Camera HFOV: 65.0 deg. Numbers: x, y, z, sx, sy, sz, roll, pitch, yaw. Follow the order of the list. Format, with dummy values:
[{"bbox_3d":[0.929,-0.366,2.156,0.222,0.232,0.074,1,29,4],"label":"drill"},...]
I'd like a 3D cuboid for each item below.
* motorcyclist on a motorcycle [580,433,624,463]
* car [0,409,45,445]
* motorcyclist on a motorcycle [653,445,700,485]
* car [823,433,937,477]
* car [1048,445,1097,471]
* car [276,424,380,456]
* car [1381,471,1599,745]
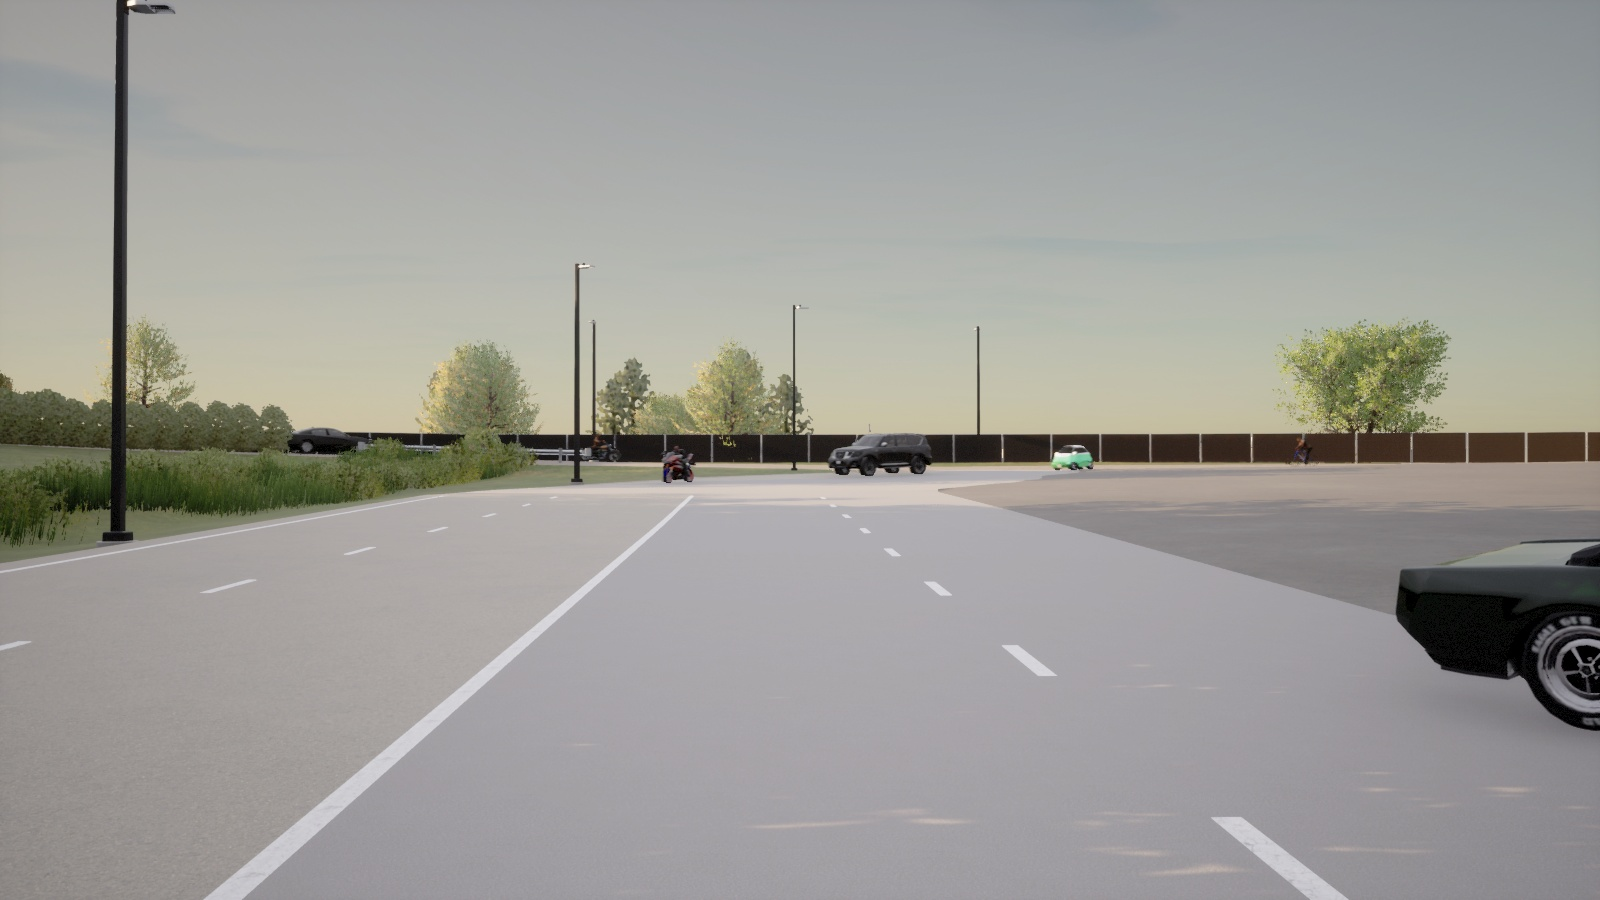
[{"bbox_3d":[-11.457,-0.115,72.762,2.350,1.649,0.766,2,-1,1],"label":"motorcyclist on a motorcycle"},{"bbox_3d":[-36.107,-1.072,55.791,1.816,1.474,4.193,0,-2,18],"label":"car"},{"bbox_3d":[-4.832,0.586,49.288,0.866,1.530,2.191,0,0,25],"label":"motorcyclist on a motorcycle"},{"bbox_3d":[3.931,0.202,61.050,5.566,2.045,2.150,-1,1,-39],"label":"car"},{"bbox_3d":[14.925,0.441,68.780,2.207,1.376,1.481,-2,0,-34],"label":"car"},{"bbox_3d":[-26.110,-0.531,69.560,5.008,1.535,1.882,2,-2,-40],"label":"car"},{"bbox_3d":[5.616,0.796,6.049,1.895,1.301,4.718,-4,1,-39],"label":"car"}]
